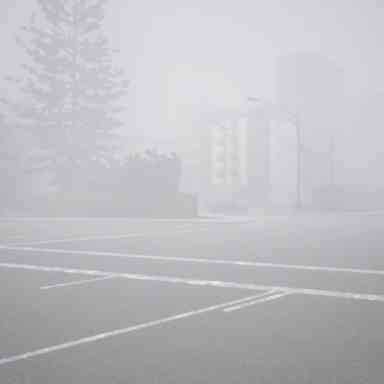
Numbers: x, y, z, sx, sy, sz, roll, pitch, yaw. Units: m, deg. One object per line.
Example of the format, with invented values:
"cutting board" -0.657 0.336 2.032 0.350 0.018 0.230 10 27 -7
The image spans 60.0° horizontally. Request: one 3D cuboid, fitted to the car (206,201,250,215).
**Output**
"car" 3.549 1.548 33.386 1.895 1.301 4.718 0 0 -35
